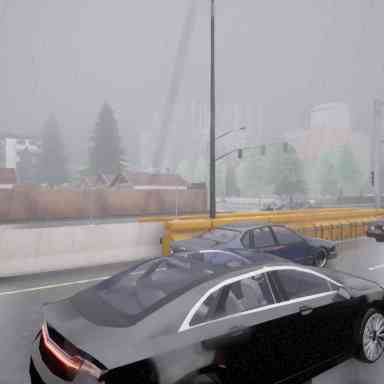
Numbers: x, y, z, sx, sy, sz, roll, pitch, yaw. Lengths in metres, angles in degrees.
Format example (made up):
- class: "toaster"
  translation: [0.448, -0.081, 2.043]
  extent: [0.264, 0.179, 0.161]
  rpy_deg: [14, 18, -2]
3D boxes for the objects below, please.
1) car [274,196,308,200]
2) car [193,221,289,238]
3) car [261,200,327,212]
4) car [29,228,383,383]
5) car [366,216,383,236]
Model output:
- class: "car"
  translation: [7.497, 1.009, 26.364]
  extent: [4.553, 1.767, 2.097]
  rpy_deg: [0, 0, -35]
- class: "car"
  translation: [1.856, 1.547, 9.359]
  extent: [5.357, 1.411, 2.033]
  rpy_deg: [0, 0, -35]
- class: "car"
  translation: [7.064, 1.492, 21.803]
  extent: [4.902, 1.511, 2.128]
  rpy_deg: [0, 0, -35]
- class: "car"
  translation: [0.665, 1.492, 4.215]
  extent: [4.902, 1.511, 2.128]
  rpy_deg: [0, 0, -35]
- class: "car"
  translation: [10.056, 1.547, 15.179]
  extent: [5.357, 1.411, 2.033]
  rpy_deg: [0, 0, -35]
